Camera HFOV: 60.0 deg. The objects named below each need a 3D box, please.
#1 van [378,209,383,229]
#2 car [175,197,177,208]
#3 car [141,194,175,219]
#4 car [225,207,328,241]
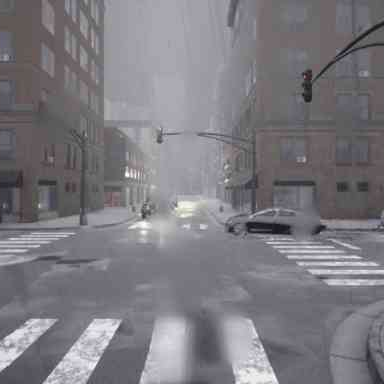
[{"bbox_3d":[12.064,1.358,17.445,3.998,1.788,1.690,0,0,0],"label":"van"},{"bbox_3d":[-3.083,1.546,39.507,1.812,1.442,4.674,0,0,0],"label":"car"},{"bbox_3d":[-3.072,1.236,29.834,2.150,2.045,5.566,0,0,2],"label":"car"},{"bbox_3d":[4.099,1.501,16.501,4.902,1.511,2.128,0,0,27],"label":"car"}]
